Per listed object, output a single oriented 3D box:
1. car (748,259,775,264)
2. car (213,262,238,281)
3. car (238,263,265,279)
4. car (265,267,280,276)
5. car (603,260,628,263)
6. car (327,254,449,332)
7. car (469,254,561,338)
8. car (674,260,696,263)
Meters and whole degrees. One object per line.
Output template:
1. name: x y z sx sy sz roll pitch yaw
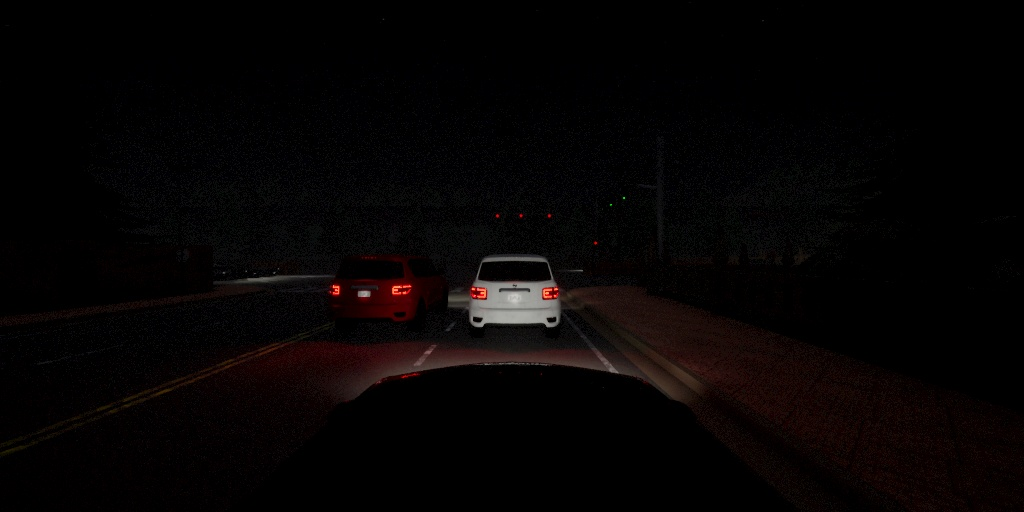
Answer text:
1. car: 33.209 1.221 48.945 4.892 1.490 1.837 -1 0 0
2. car: -25.330 0.971 28.116 5.566 2.045 2.150 0 0 0
3. car: -25.019 1.275 31.627 4.674 1.442 1.812 0 0 0
4. car: -25.485 1.351 35.119 4.718 1.301 1.895 0 0 0
5. car: 13.595 1.255 49.047 4.892 1.490 1.837 0 0 0
6. car: -3.418 0.971 10.994 2.150 2.045 5.566 0 0 0
7. car: 0.081 0.971 10.312 2.150 2.045 5.566 0 0 1
8. car: 23.363 1.297 48.985 5.357 1.411 2.033 0 0 0
